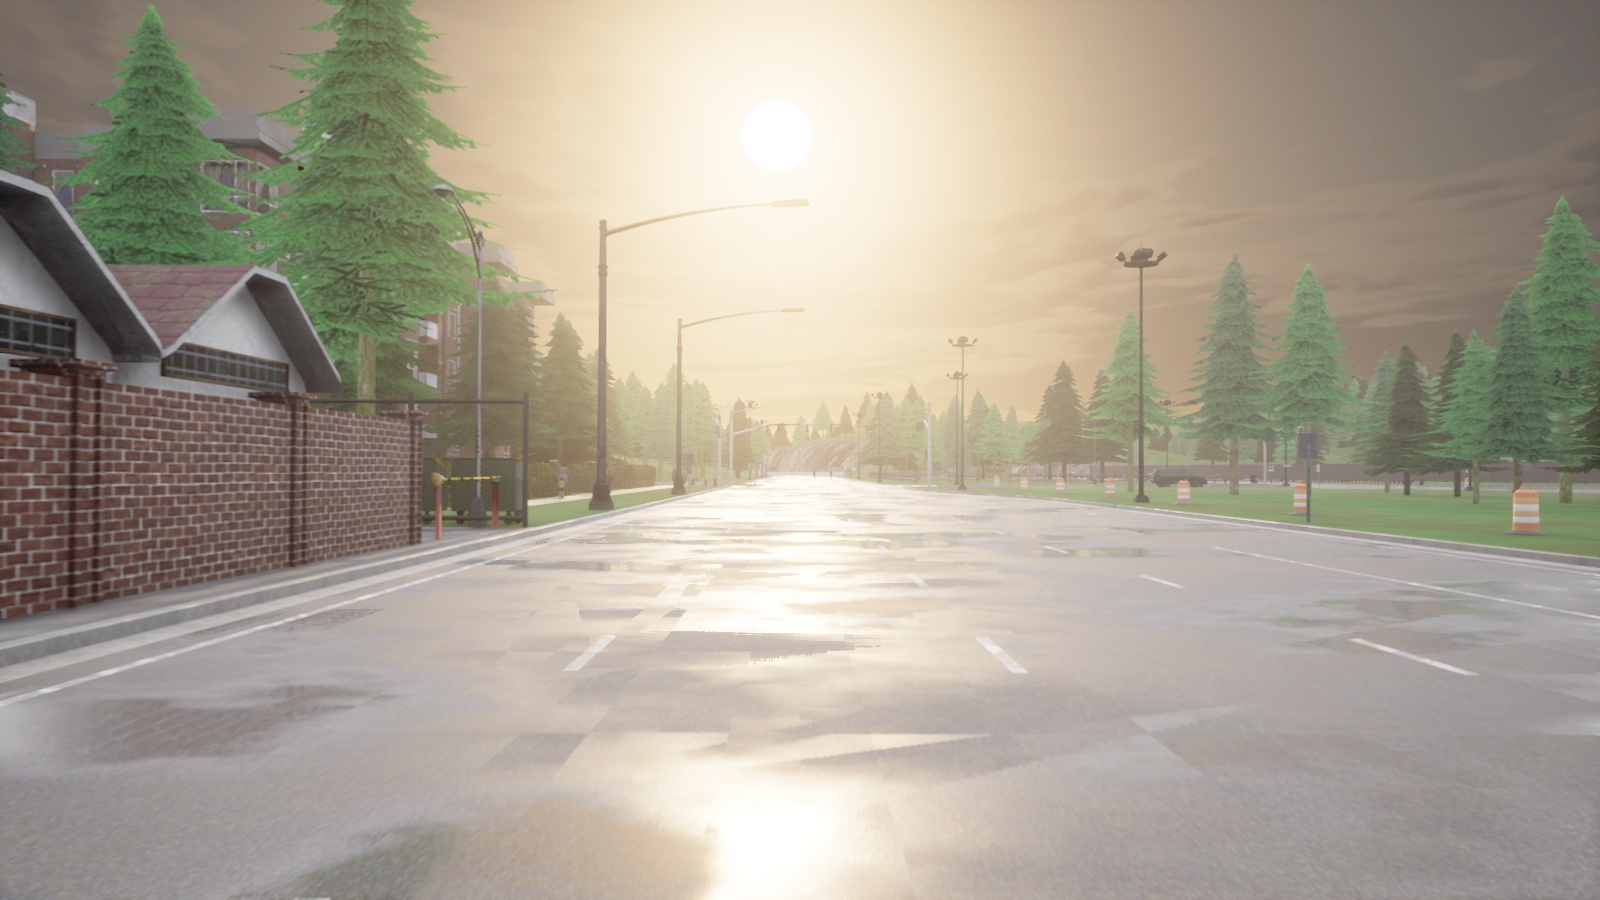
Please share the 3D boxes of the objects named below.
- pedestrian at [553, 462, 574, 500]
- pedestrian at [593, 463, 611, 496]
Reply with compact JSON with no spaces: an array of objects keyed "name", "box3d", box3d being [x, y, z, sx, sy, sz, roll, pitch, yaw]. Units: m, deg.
[{"name":"pedestrian","box3d":[-11.737,1.531,62.259,0.874,1.855,0.900,0,-1,0]},{"name":"pedestrian","box3d":[-11.234,1.678,71.181,0.874,1.855,0.900,0,-1,2]}]
